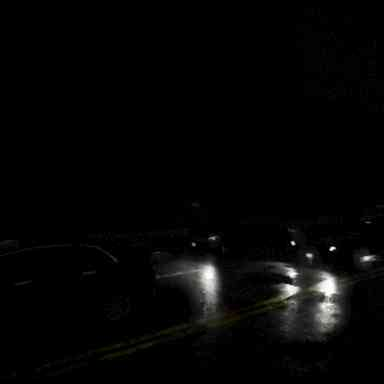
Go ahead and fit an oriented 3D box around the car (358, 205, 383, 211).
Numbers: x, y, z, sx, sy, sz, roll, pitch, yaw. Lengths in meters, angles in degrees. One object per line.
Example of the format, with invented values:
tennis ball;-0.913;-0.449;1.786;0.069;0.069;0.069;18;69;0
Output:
car;10.702;1.560;19.487;4.892;1.490;1.837;0;-1;-36

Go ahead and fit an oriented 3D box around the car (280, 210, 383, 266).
car;5.784;1.585;11.924;5.357;1.411;2.033;0;0;-36

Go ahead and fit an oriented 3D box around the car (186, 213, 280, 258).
car;1.947;1.581;13.148;4.674;1.442;1.812;0;0;-36

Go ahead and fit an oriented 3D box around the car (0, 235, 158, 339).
car;-2.920;1.541;5.579;4.892;1.490;1.837;0;-1;-36
